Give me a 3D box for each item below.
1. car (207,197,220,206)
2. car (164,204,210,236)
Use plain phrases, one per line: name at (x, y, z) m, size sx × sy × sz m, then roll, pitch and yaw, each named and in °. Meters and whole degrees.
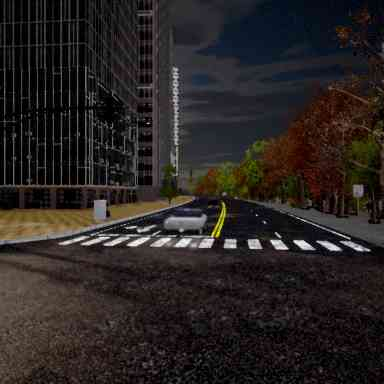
car at (3.581, 1.559, 54.174) m, size 1.994 × 1.385 × 4.181 m, roll 0°, pitch 0°, yaw 5°
car at (-0.260, 1.606, 18.751) m, size 1.895 × 1.301 × 4.718 m, roll 0°, pitch 0°, yaw 7°
